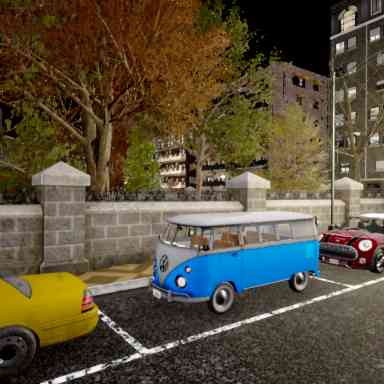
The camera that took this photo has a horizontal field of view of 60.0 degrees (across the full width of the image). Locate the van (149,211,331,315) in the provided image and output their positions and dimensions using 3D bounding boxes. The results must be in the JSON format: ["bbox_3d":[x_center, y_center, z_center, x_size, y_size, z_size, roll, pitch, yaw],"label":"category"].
[{"bbox_3d":[1.072,1.342,7.305,3.998,1.788,1.690,0,1,-35],"label":"van"}]

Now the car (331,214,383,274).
[{"bbox_3d":[5.643,1.442,10.563,4.097,1.590,1.967,0,1,-35],"label":"car"}]

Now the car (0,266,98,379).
[{"bbox_3d":[-3.641,1.525,3.952,4.829,1.417,1.752,0,1,-35],"label":"car"}]
